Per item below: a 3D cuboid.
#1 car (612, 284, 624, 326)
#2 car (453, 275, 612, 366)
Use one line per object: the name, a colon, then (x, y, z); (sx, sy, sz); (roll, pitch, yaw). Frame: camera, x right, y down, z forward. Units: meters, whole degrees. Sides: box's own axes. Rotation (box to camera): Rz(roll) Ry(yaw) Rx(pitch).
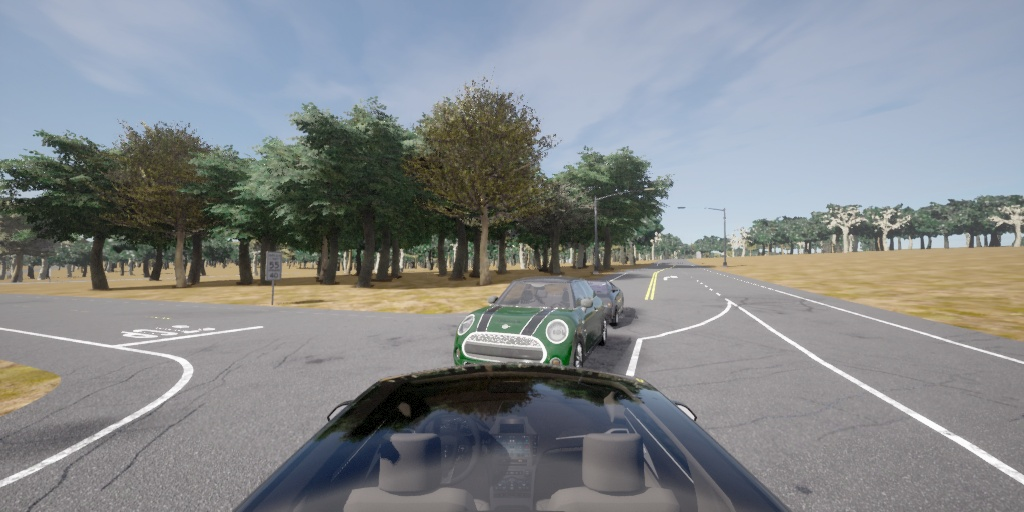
car: (2.884, 1.555, 12.941); (1.994, 1.385, 4.181); (-2, 0, 22)
car: (0.668, 1.223, 7.505); (2.097, 1.767, 4.553); (-1, -2, 22)
